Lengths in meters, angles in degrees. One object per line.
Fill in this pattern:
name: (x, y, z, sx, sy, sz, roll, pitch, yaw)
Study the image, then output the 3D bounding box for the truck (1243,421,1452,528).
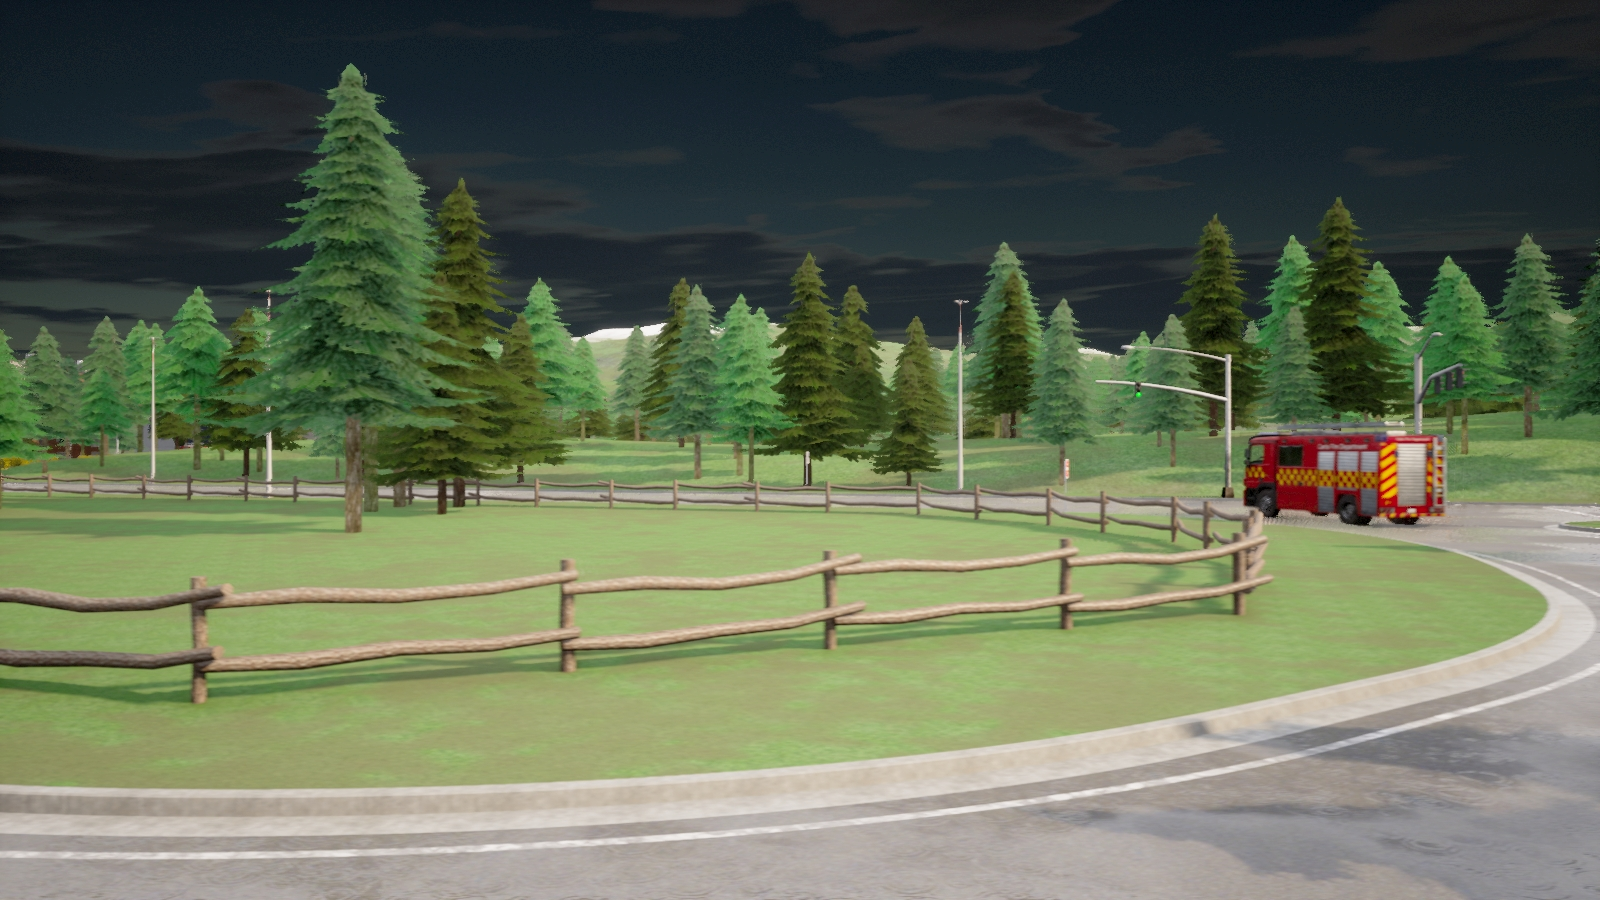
truck: (21.370, 0.890, 45.334, 2.891, 3.827, 8.468, 0, 0, -12)
